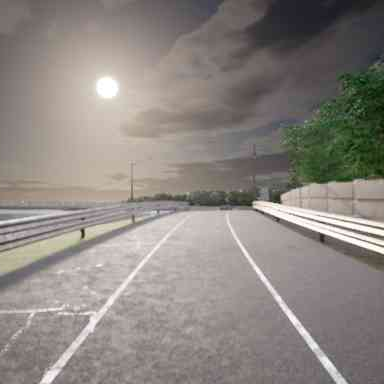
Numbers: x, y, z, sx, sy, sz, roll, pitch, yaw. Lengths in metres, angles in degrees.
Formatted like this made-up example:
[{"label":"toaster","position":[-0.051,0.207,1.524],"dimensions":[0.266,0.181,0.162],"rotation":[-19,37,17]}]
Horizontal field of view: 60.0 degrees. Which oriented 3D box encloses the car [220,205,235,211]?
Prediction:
[{"label":"car","position":[8.566,3.860,80.004],"dimensions":[2.128,1.511,4.902],"rotation":[-2,-4,35]}]
